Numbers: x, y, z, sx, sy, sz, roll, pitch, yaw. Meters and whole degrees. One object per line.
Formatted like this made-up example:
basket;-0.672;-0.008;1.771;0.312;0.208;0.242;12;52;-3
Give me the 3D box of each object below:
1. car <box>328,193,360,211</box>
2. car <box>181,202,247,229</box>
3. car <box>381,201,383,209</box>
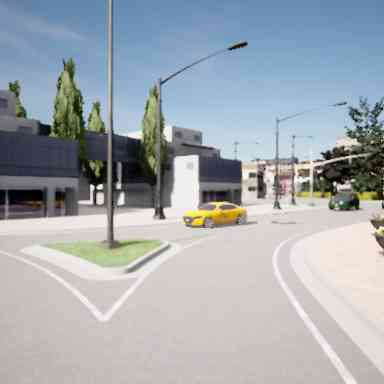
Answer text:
car;17.898;1.142;38.984;2.150;2.045;5.566;0;0;42
car;1.535;1.412;21.516;5.008;1.535;1.882;0;0;-43
car;25.680;1.538;42.657;1.895;1.301;4.718;0;0;38
